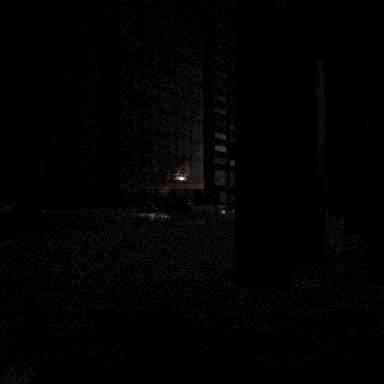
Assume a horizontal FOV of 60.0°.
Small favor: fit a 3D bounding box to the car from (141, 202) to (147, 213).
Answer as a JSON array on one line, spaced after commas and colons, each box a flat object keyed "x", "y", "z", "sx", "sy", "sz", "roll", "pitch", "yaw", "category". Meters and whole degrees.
[{"x": -4.304, "y": 1.705, "z": 44.703, "sx": 2.150, "sy": 2.045, "sz": 5.566, "roll": 0, "pitch": -1, "yaw": 36, "category": "car"}]

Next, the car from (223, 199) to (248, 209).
[{"x": 7.219, "y": 1.960, "z": 54.950, "sx": 1.882, "sy": 1.535, "sz": 5.008, "roll": 0, "pitch": -1, "yaw": 36, "category": "car"}]

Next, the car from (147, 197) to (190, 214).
[{"x": -2.547, "y": 1.674, "z": 41.588, "sx": 2.150, "sy": 2.045, "sz": 5.566, "roll": 0, "pitch": -1, "yaw": 36, "category": "car"}]

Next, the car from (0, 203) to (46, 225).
[{"x": -13.794, "y": 1.720, "z": 25.998, "sx": 1.812, "sy": 1.442, "sz": 4.674, "roll": 0, "pitch": -1, "yaw": 36, "category": "car"}]

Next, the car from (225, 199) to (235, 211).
[{"x": 6.979, "y": 2.146, "z": 48.986, "sx": 2.033, "sy": 1.411, "sz": 5.357, "roll": 0, "pitch": -1, "yaw": 36, "category": "car"}]
